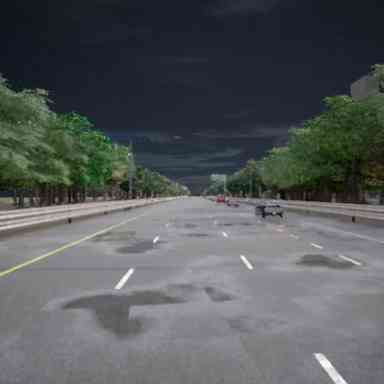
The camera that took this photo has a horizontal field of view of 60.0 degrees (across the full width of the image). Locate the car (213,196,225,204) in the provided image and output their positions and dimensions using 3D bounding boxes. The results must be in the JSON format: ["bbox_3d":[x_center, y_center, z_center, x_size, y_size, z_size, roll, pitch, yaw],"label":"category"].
[{"bbox_3d":[7.410,1.943,85.448,2.150,2.045,5.566,0,-1,1],"label":"car"}]

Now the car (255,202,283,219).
[{"bbox_3d":[7.055,1.630,30.845,2.128,1.511,4.902,0,0,0],"label":"car"}]

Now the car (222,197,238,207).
[{"bbox_3d":[7.206,1.987,60.407,2.033,1.411,5.357,0,-1,0],"label":"car"}]
